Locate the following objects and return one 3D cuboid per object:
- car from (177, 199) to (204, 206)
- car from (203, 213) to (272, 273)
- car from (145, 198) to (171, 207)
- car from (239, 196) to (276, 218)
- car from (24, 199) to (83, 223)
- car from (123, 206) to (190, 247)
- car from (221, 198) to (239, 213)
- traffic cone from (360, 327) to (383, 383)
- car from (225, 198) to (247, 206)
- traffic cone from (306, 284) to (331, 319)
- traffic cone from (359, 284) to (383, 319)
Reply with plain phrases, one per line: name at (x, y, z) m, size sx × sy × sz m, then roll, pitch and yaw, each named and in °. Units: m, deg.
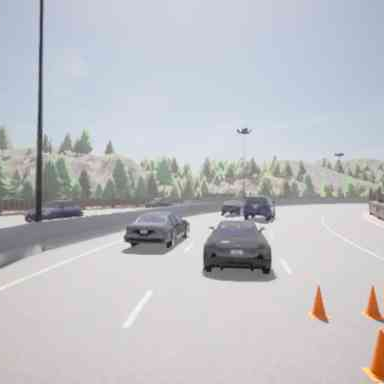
car at (-0.128, 1.649, 41.888) m, size 1.882 × 1.535 × 5.008 m, roll 0°, pitch 0°, yaw 26°
car at (1.487, 1.609, 10.985) m, size 1.994 × 1.385 × 4.181 m, roll 0°, pitch 0°, yaw 8°
car at (-4.843, 1.702, 48.024) m, size 1.837 × 1.490 × 4.892 m, roll 0°, pitch -1°, yaw 28°
car at (5.982, 1.350, 29.141) m, size 2.150 × 2.045 × 5.566 m, roll 0°, pitch 0°, yaw 20°
car at (-10.165, 1.398, 24.751) m, size 2.097 × 1.767 × 4.553 m, roll 0°, pitch 0°, yaw 15°
car at (-1.415, 1.593, 15.274) m, size 2.033 × 1.411 × 5.357 m, roll 0°, pitch 0°, yaw 10°
car at (4.506, 1.653, 34.766) m, size 1.837 × 1.490 × 4.892 m, roll 0°, pitch 0°, yaw 23°
traffic cone at (2.345, 1.984, 4.134) m, size 0.340 × 0.580 × 0.340 m, roll 0°, pitch 0°, yaw 0°
car at (8.195, 1.812, 61.875) m, size 1.837 × 1.490 × 4.892 m, roll -1°, pitch -1°, yaw 38°
traffic cone at (2.332, 1.990, 6.134) m, size 0.340 × 0.580 × 0.340 m, roll 0°, pitch 0°, yaw 0°
traffic cone at (3.332, 1.996, 6.141) m, size 0.340 × 0.580 × 0.340 m, roll 0°, pitch 0°, yaw 0°
